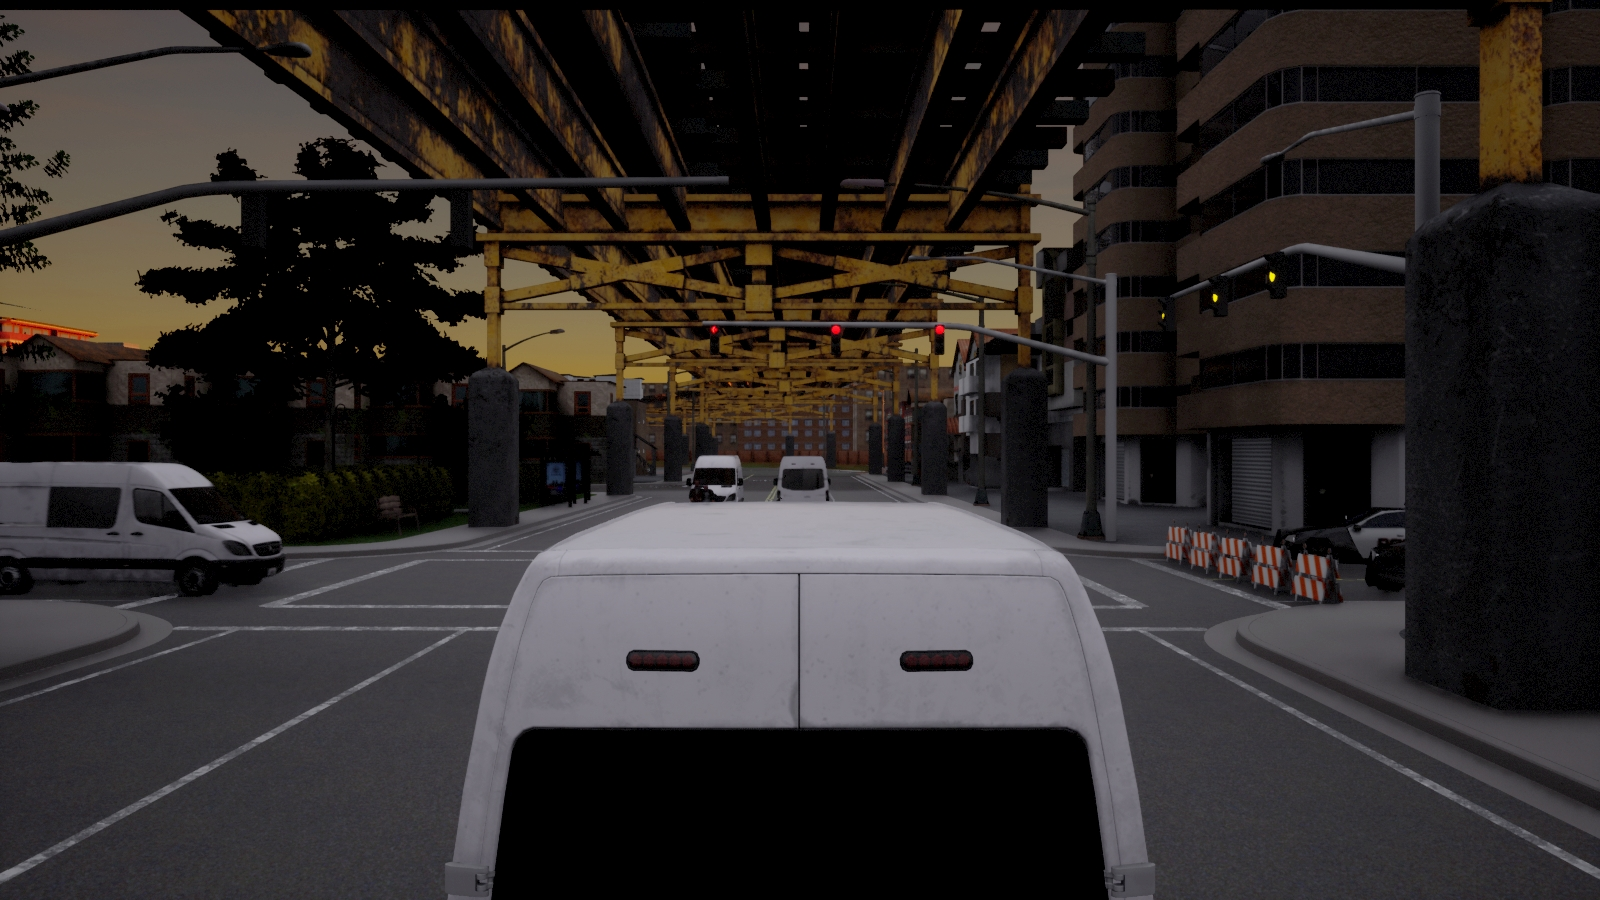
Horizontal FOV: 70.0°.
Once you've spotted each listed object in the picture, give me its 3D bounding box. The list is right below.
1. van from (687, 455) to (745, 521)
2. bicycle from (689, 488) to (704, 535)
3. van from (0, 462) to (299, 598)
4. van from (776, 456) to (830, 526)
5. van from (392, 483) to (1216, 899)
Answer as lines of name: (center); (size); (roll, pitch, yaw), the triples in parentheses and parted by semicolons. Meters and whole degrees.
van: (-3.456, 1.514, 48.058); (1.988, 2.561, 5.915); (0, 0, 0)
bicycle: (-3.463, 2.031, 38.264); (0.329, 1.496, 1.835); (0, 0, 1)
van: (-13.341, 1.524, 22.723); (5.915, 2.561, 1.988); (0, 0, 3)
van: (0.102, 1.515, 45.131); (1.988, 2.561, 5.915); (0, 0, 0)
van: (0.015, 1.531, 5.717); (1.988, 2.561, 5.915); (0, 0, 0)
